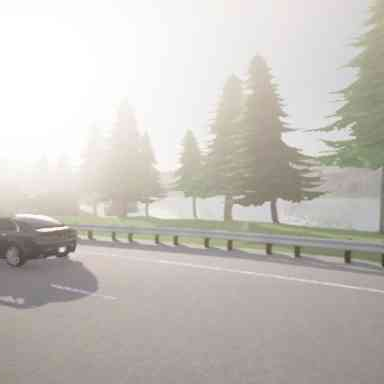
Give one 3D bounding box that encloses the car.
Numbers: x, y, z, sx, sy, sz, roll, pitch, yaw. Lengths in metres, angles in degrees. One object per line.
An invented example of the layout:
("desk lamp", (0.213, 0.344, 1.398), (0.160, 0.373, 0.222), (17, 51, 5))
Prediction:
("car", (-6.074, 1.509, 11.283), (4.892, 1.490, 1.837), (0, 0, 29))
